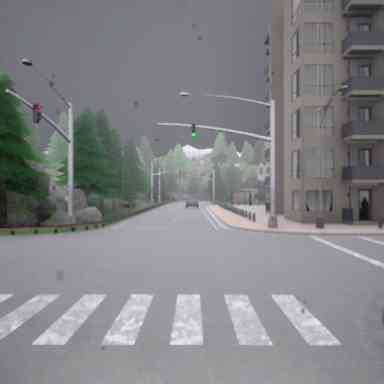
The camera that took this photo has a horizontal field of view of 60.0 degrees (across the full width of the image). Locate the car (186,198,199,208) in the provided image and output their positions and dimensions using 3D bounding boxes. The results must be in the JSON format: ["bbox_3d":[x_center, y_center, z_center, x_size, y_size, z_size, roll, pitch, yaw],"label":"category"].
[{"bbox_3d":[0.063,1.782,55.686,2.097,1.767,4.553,0,0,1],"label":"car"}]
